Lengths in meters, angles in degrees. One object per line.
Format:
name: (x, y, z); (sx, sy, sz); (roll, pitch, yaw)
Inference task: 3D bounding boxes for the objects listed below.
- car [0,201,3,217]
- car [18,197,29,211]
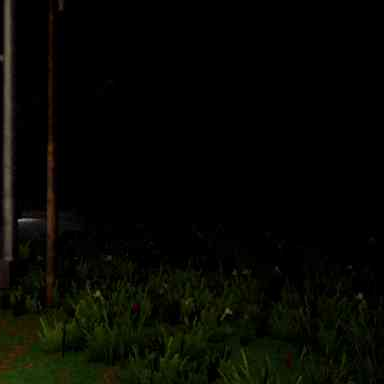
car: (-12.692, 1.521, 19.884); (2.033, 1.411, 5.357); (0, 0, -13)
car: (-21.179, 1.325, 39.450); (4.553, 1.767, 2.097); (0, 0, 44)
